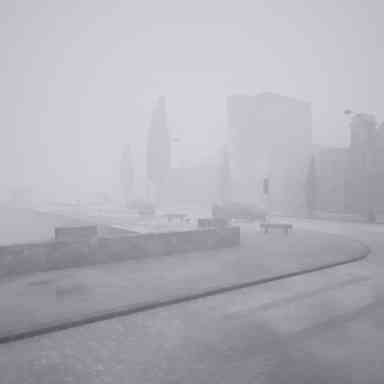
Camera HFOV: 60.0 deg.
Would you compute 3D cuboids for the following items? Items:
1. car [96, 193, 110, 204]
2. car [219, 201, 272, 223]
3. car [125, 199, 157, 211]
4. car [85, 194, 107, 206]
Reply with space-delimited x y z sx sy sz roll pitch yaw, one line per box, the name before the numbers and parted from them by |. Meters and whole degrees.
car | -17.244 1.221 62.551 2.150 2.045 5.566 0 0 -36
car | 3.971 1.506 25.655 1.837 1.490 4.892 0 0 -36
car | -6.210 1.548 39.905 2.033 1.411 5.357 0 0 -36
car | -15.901 1.541 53.623 1.812 1.442 4.674 0 0 -36
